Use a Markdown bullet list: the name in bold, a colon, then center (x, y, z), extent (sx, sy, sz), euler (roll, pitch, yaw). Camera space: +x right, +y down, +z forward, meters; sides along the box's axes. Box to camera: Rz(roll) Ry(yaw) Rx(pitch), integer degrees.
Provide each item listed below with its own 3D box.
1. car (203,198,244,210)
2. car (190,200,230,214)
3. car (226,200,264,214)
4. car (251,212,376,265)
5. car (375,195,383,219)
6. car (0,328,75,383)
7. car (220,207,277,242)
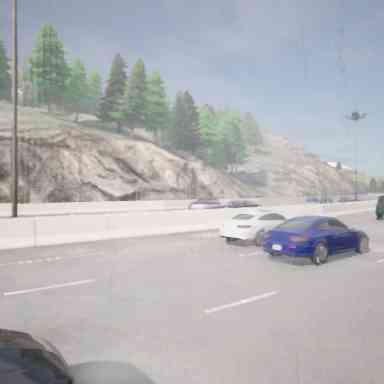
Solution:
- **car**: center (3.585, 1.545, 29.699), extent (4.902, 1.511, 2.128), euler (0, 0, -43)
- **car**: center (2.101, 1.672, 37.871), extent (4.718, 1.301, 1.895), euler (0, 0, -44)
- **car**: center (5.870, 1.629, 36.695), extent (4.181, 1.385, 1.994), euler (0, 0, -45)
- **car**: center (4.424, 1.544, 11.725), extent (4.674, 1.442, 1.812), euler (0, 0, -39)
- **car**: center (17.318, 1.258, 28.050), extent (2.150, 2.045, 5.566), euler (0, 0, 45)
- **car**: center (-3.100, 1.511, 1.641), extent (4.892, 1.490, 1.837), euler (0, 0, -35)
- **car**: center (3.321, 1.552, 15.325), extent (4.674, 1.442, 1.812), euler (0, 0, -39)
